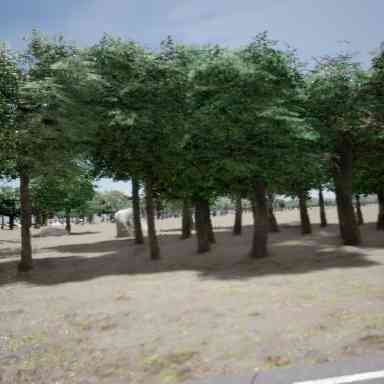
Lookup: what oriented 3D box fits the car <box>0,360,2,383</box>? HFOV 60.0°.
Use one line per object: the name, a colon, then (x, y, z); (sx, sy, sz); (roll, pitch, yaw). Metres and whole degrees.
car: (-4.644, 1.619, 2.450); (5.566, 2.045, 2.150); (-2, -4, -12)
